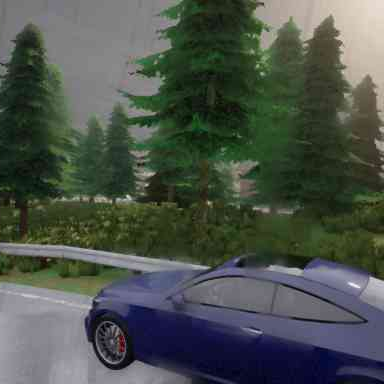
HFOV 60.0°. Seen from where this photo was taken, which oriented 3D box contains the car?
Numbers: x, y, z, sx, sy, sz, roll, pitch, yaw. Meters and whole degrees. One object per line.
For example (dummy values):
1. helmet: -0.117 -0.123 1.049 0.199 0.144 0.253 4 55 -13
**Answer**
1. car: 0.779 1.499 4.083 4.674 1.442 1.812 1 1 31
